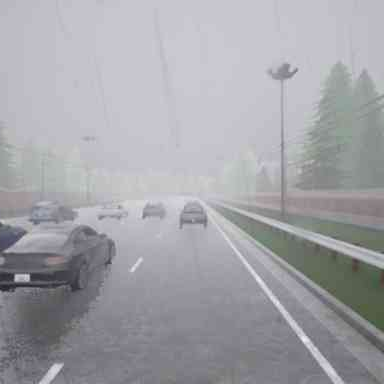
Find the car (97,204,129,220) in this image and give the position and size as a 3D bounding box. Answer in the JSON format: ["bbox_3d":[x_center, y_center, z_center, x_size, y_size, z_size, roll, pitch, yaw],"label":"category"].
[{"bbox_3d":[-6.904,1.760,29.583,1.895,1.301,4.718,0,0,0],"label":"car"}]

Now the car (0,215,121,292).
[{"bbox_3d":[-3.415,1.574,8.981,1.812,1.442,4.674,0,0,0],"label":"car"}]

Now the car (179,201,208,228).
[{"bbox_3d":[0.097,1.617,23.326,2.128,1.511,4.902,0,0,0],"label":"car"}]

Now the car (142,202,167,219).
[{"bbox_3d":[-3.404,1.657,30.824,2.128,1.511,4.902,0,0,0],"label":"car"}]

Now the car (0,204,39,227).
[{"bbox_3d":[-6.902,1.407,10.243,2.097,1.767,4.553,0,0,0],"label":"car"}]

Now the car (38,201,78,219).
[{"bbox_3d":[-10.403,1.683,25.306,2.033,1.411,5.357,0,0,0],"label":"car"}]
